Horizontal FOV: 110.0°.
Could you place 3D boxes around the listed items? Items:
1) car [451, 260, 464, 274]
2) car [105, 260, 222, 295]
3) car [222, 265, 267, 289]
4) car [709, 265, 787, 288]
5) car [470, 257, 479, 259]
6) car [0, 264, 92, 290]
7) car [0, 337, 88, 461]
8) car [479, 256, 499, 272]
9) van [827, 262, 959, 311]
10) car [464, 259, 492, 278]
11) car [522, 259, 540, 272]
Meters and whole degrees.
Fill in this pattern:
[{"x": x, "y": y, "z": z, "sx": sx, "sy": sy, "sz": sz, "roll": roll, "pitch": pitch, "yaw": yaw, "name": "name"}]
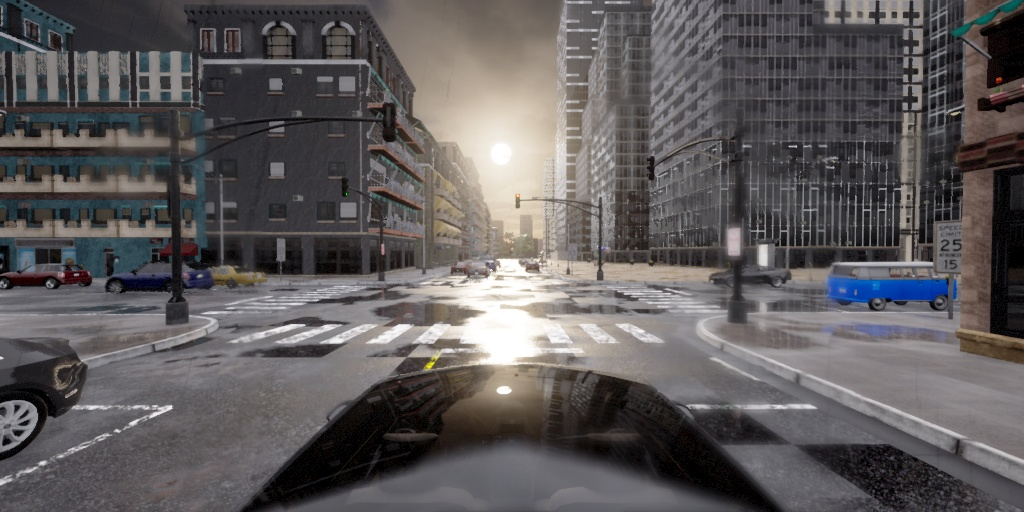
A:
[{"x": -5.762, "y": 1.289, "z": 40.285, "sx": 1.888, "sy": 1.381, "sz": 4.507, "roll": 0, "pitch": 0, "yaw": 0, "name": "car"}, {"x": -19.089, "y": 1.116, "z": 19.537, "sx": 4.553, "sy": 1.767, "sz": 2.097, "roll": 0, "pitch": 1, "yaw": 0, "name": "car"}, {"x": -17.920, "y": 1.247, "z": 22.180, "sx": 4.829, "sy": 1.417, "sz": 1.751, "roll": 0, "pitch": 0, "yaw": 0, "name": "car"}, {"x": 14.638, "y": 1.215, "z": 22.293, "sx": 4.313, "sy": 1.339, "sz": 1.948, "roll": 0, "pitch": 0, "yaw": 0, "name": "car"}, {"x": -5.773, "y": 1.184, "z": 45.934, "sx": 1.967, "sy": 1.591, "sz": 4.097, "roll": 0, "pitch": 0, "yaw": 0, "name": "car"}, {"x": -28.818, "y": 1.190, "z": 22.141, "sx": 4.097, "sy": 1.591, "sz": 1.967, "roll": 0, "pitch": 0, "yaw": 0, "name": "car"}, {"x": -5.692, "y": 1.300, "z": 2.219, "sx": 2.007, "sy": 1.370, "sz": 4.403, "roll": 0, "pitch": 0, "yaw": 0, "name": "car"}, {"x": -3.178, "y": 0.962, "z": 46.380, "sx": 2.150, "sy": 2.045, "sz": 5.566, "roll": 0, "pitch": 0, "yaw": 0, "name": "car"}, {"x": 14.667, "y": 1.116, "z": 13.913, "sx": 3.998, "sy": 1.789, "sz": 1.690, "roll": 0, "pitch": 0, "yaw": 0, "name": "van"}, {"x": -3.159, "y": 1.270, "z": 34.261, "sx": 1.812, "sy": 1.442, "sz": 4.674, "roll": 0, "pitch": 0, "yaw": 0, "name": "car"}, {"x": 2.575, "y": 1.289, "z": 46.007, "sx": 1.888, "sy": 1.381, "sz": 4.507, "roll": 0, "pitch": 0, "yaw": 0, "name": "car"}]
